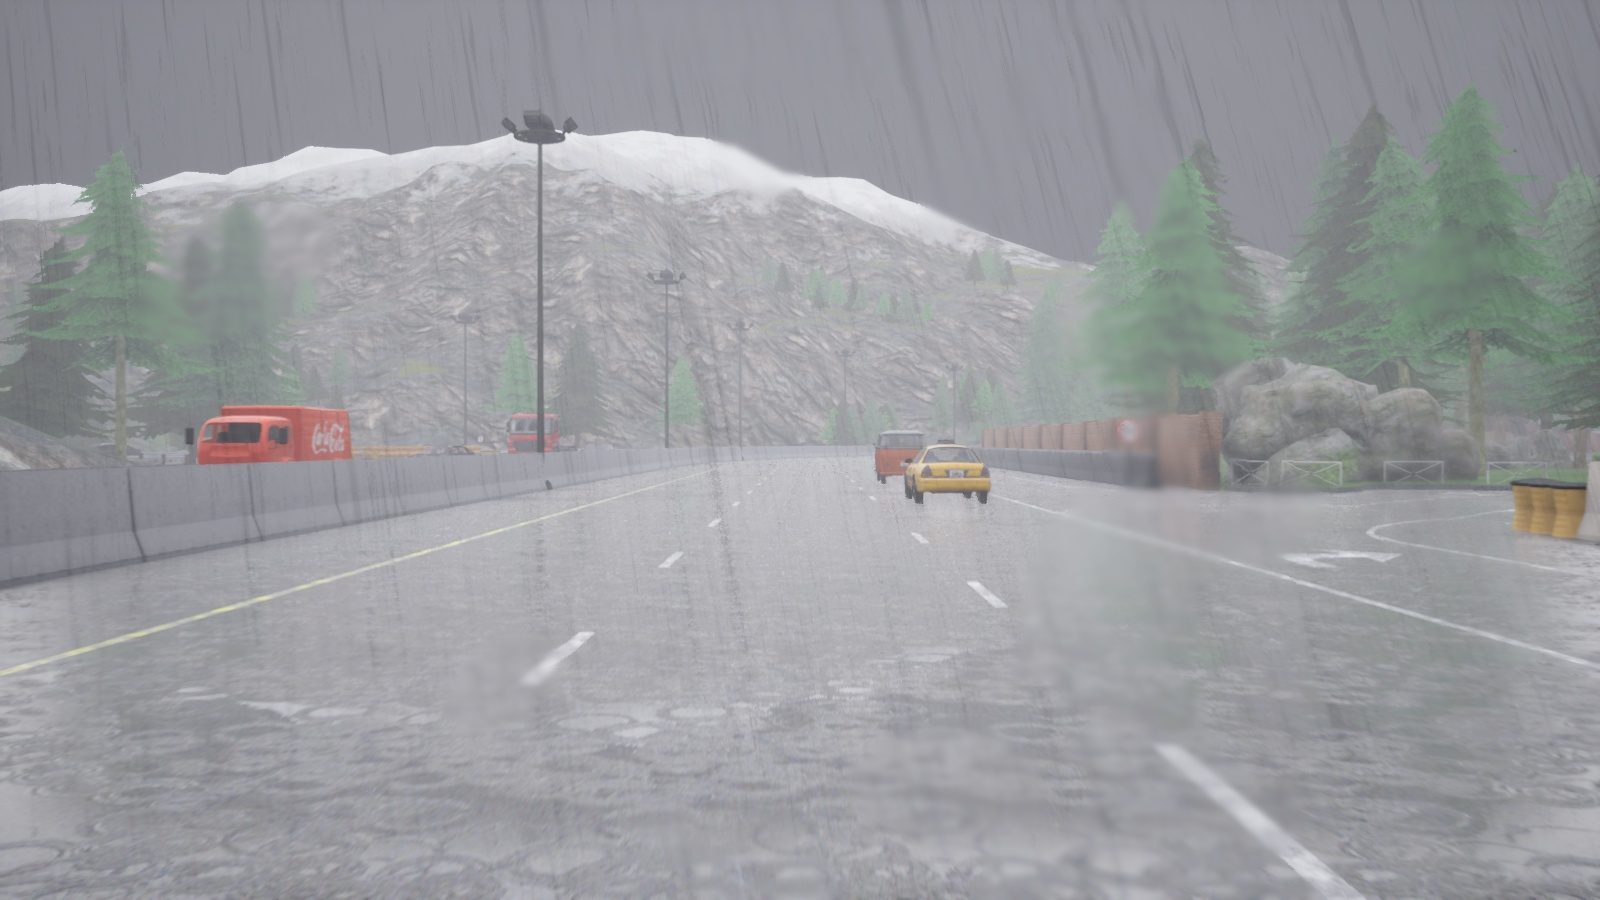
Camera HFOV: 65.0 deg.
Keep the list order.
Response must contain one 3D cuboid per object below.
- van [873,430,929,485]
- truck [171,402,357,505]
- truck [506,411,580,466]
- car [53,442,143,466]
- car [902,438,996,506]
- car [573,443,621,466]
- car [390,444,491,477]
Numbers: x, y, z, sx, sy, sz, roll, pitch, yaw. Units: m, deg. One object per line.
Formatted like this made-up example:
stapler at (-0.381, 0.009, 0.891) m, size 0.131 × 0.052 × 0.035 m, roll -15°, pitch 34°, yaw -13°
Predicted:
van at (3.786, 0.237, 47.629) m, size 1.775 × 1.987 × 4.442 m, roll 0°, pitch 1°, yaw 0°
truck at (-13.798, 0.063, 32.785) m, size 2.627 × 2.467 × 5.204 m, roll 0°, pitch 0°, yaw 0°
truck at (-16.871, -0.717, 83.013) m, size 2.891 × 3.462 × 7.936 m, roll 0°, pitch 0°, yaw 3°
car at (-46.454, 0.245, 83.204) m, size 1.837 × 1.490 × 4.892 m, roll 0°, pitch 0°, yaw 38°
car at (3.697, 0.507, 32.001) m, size 1.801 × 1.575 × 5.366 m, roll 0°, pitch 0°, yaw 0°
car at (-13.365, 0.268, 82.918) m, size 2.163 × 1.488 × 4.792 m, roll 0°, pitch 0°, yaw 3°
car at (-16.477, 0.454, 57.889) m, size 2.033 × 1.411 × 5.357 m, roll 0°, pitch 0°, yaw 15°
